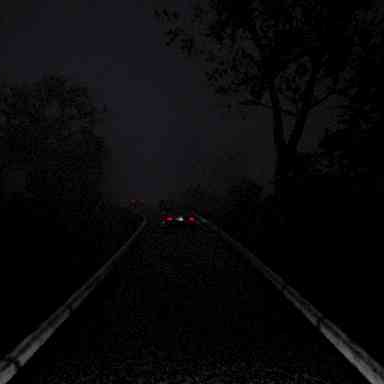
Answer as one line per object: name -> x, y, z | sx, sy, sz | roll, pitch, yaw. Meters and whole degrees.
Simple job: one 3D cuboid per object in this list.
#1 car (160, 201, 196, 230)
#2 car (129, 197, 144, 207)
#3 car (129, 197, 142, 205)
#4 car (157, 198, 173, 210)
car -> -0.812, 1.543, 20.851 | 2.033, 1.411, 5.357 | 0, 0, -5
car -> -8.253, 1.511, 50.102 | 1.812, 1.442, 4.674 | 0, 0, -12
car -> -9.864, 1.547, 57.889 | 1.994, 1.385, 4.181 | 0, 0, -13
car -> -3.163, 1.482, 40.868 | 2.128, 1.511, 4.902 | 0, 0, -9
